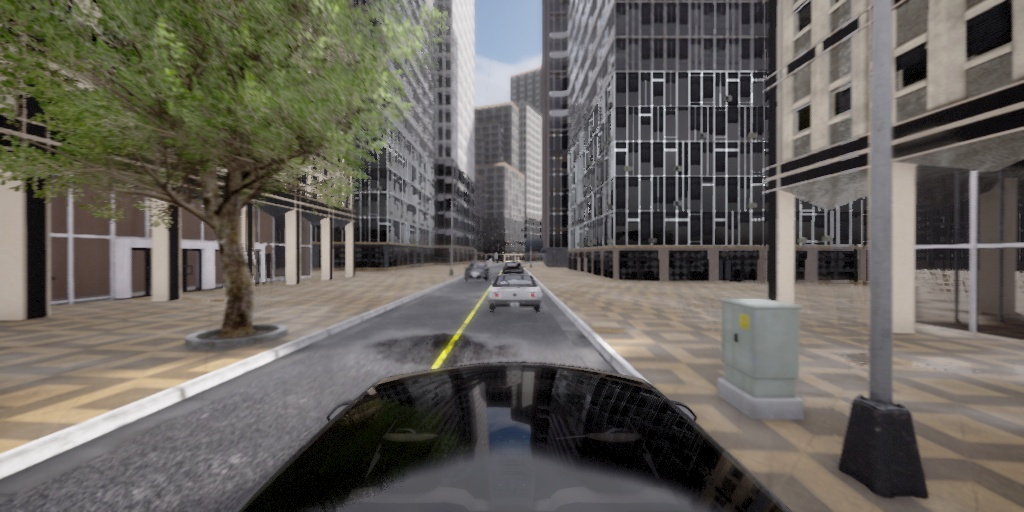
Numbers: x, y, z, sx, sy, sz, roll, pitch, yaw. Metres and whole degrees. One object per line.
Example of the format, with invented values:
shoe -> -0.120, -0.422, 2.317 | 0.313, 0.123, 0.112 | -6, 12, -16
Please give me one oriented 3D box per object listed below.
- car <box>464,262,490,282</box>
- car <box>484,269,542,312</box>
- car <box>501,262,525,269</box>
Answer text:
car -> -2.813, 1.267, 29.818 | 2.128, 1.511, 4.902 | 0, 0, 0
car -> 0.101, 1.355, 14.311 | 1.895, 1.301, 4.718 | 0, 0, 0
car -> 0.102, 1.282, 32.039 | 1.837, 1.490, 4.892 | 0, 0, 0
